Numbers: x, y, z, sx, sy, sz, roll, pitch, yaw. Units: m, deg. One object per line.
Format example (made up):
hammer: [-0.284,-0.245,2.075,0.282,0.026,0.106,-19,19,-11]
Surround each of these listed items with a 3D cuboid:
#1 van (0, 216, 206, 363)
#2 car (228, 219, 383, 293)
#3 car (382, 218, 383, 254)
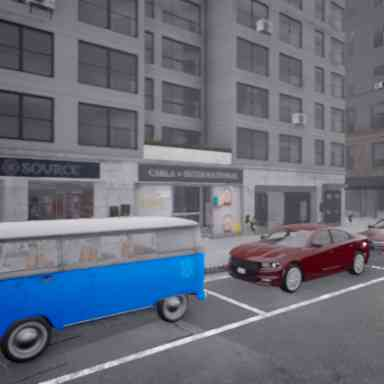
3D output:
van: [-1.646,1.342,5.588,3.998,1.788,1.690,0,0,-35]
car: [2.958,1.545,8.872,4.507,1.381,1.887,0,0,-35]
car: [7.562,1.586,12.156,4.206,1.307,1.802,0,0,-35]
